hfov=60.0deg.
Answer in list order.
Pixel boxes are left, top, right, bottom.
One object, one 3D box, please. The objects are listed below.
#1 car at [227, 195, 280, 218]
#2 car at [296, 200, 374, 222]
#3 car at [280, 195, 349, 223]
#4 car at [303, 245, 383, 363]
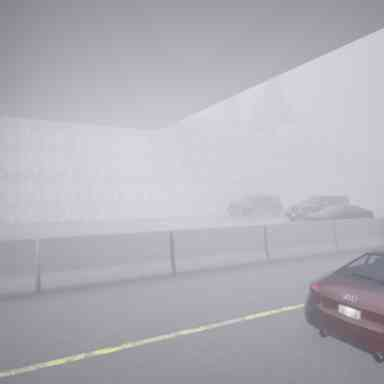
[{"bbox_3d":[5.950,1.267,30.875,5.566,2.045,2.150,0,0,-29],"label":"car"},{"bbox_3d":[9.093,1.508,20.605,5.008,1.535,1.882,0,0,-29],"label":"car"},{"bbox_3d":[9.605,1.258,24.898,5.566,2.045,2.150,0,0,-29],"label":"car"},{"bbox_3d":[3.855,1.573,5.433,4.181,1.385,1.994,0,0,-29],"label":"car"}]
